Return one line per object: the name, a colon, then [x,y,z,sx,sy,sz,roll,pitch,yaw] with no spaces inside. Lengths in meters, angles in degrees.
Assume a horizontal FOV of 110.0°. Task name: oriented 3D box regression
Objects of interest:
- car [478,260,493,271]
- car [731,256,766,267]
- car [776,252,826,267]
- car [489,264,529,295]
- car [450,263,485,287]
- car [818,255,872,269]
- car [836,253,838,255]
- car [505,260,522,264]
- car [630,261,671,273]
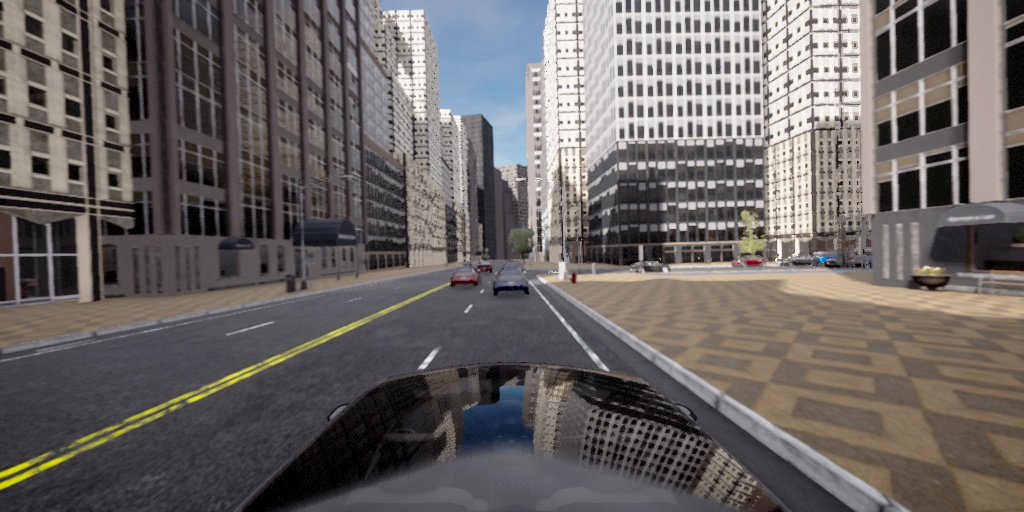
car: [-3.529,1.449,47.910,1.882,1.535,5.008,-2,0,-1]
car: [32.367,0.675,49.220,4.097,1.591,1.967,0,0,-1]
car: [37.158,0.669,46.661,4.902,1.511,2.128,-1,1,-1]
car: [-0.067,1.369,20.693,1.994,1.385,4.181,-2,0,0]
car: [-3.359,1.484,26.757,1.994,1.385,4.181,-2,0,0]
car: [38.174,0.798,40.958,4.313,1.339,1.948,0,0,-1]
car: [42.859,0.631,43.701,4.674,1.442,1.812,-1,1,-1]
car: [0.203,1.221,35.387,2.097,1.767,4.553,-2,-1,6]
car: [15.617,1.226,40.364,4.403,1.370,2.007,0,0,-1]
